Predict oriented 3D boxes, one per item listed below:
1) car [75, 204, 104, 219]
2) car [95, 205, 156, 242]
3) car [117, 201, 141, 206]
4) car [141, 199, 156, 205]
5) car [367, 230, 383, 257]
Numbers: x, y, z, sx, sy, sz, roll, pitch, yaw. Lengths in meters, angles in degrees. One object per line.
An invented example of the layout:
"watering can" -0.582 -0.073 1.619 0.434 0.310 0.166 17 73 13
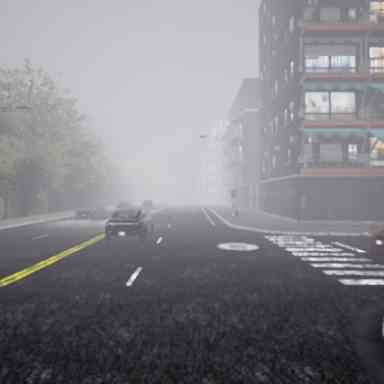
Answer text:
"car" -9.847 1.853 32.670 1.895 1.301 4.718 0 0 0
"car" -3.143 1.667 17.345 2.128 1.511 4.902 0 0 0
"car" -6.597 1.853 32.683 1.895 1.301 4.718 0 0 0
"car" -6.573 1.895 50.049 1.837 1.490 4.892 0 -1 0
"car" 8.832 1.839 12.258 4.181 1.385 1.994 1 -1 -3
